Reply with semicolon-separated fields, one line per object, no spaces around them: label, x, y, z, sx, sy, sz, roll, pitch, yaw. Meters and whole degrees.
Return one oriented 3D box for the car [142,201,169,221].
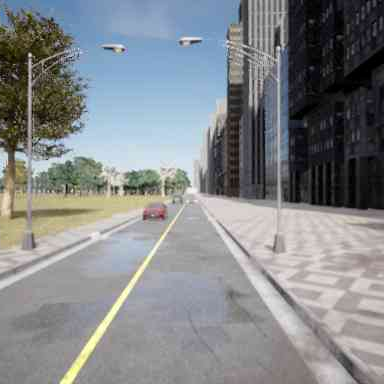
car;-3.080;1.598;28.792;1.882;1.535;5.008;0;0;0

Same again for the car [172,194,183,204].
car;-2.962;1.465;69.345;2.150;2.045;5.566;0;0;0

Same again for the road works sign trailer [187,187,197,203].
road works sign trailer;0.042;0.741;74.688;2.380;3.560;2.880;0;0;0
